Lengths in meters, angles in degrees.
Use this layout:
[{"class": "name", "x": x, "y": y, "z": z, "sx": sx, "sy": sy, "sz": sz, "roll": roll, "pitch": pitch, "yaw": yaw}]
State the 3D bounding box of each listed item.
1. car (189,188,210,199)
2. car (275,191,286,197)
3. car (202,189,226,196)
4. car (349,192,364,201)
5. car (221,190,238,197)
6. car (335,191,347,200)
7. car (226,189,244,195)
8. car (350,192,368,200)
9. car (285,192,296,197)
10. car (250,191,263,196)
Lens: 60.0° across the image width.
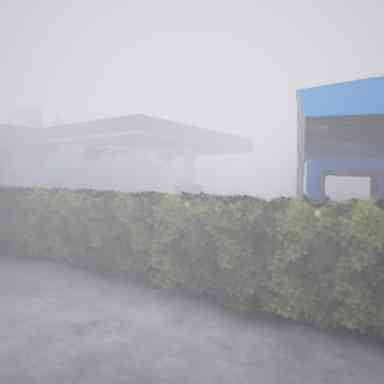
[{"class": "car", "x": 1.425, "y": 0.219, "z": 61.174, "sx": 1.905, "sy": 1.878, "sz": 3.866, "roll": 2, "pitch": 1, "yaw": 35}, {"class": "car", "x": 21.263, "y": 0.510, "z": 78.065, "sx": 2.152, "sy": 1.636, "sz": 5.027, "roll": 2, "pitch": 1, "yaw": 35}, {"class": "car", "x": 3.777, "y": 0.593, "z": 58.758, "sx": 1.970, "sy": 1.475, "sz": 3.806, "roll": 2, "pitch": 1, "yaw": 35}, {"class": "car", "x": 34.308, "y": 0.885, "z": 69.327, "sx": 1.932, "sy": 1.855, "sz": 4.605, "roll": 2, "pitch": 1, "yaw": 35}, {"class": "car", "x": 8.776, "y": 0.367, "z": 77.877, "sx": 2.007, "sy": 1.523, "sz": 4.514, "roll": 2, "pitch": 1, "yaw": 35}, {"class": "car", "x": 31.700, "y": 0.784, "z": 70.670, "sx": 1.905, "sy": 1.878, "sz": 3.866, "roll": 2, "pitch": 1, "yaw": 35}, {"class": "car", "x": 8.654, "y": 0.341, "z": 65.694, "sx": 1.932, "sy": 1.855, "sz": 4.605, "roll": 2, "pitch": 1, "yaw": 35}, {"class": "car", "x": 26.523, "y": 1.178, "z": 52.108, "sx": 1.845, "sy": 1.501, "sz": 3.633, "roll": 2, "pitch": 1, "yaw": 35}, {"class": "car", "x": 18.398, "y": 0.883, "z": 57.917, "sx": 2.007, "sy": 1.523, "sz": 4.514, "roll": 2, "pitch": 1, "yaw": 35}, {"class": "car", "x": 15.840, "y": 0.412, "z": 81.511, "sx": 1.970, "sy": 1.475, "sz": 3.806, "roll": 2, "pitch": 1, "yaw": 35}]
